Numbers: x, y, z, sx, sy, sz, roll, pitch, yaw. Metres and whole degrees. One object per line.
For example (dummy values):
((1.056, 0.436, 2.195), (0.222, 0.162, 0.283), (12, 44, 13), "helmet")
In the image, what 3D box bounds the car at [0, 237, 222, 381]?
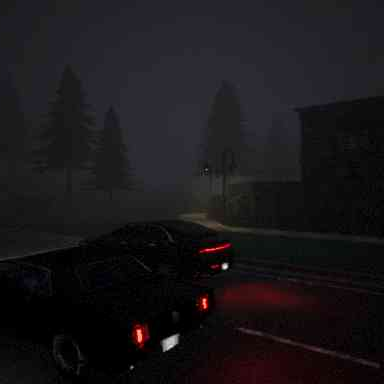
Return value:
((-2.067, 1.600, 5.466), (4.718, 1.301, 1.895), (0, 0, 36), "car")

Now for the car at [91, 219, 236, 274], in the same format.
((-1.189, 1.502, 9.139), (4.892, 1.490, 1.837), (-1, 0, 36), "car")
